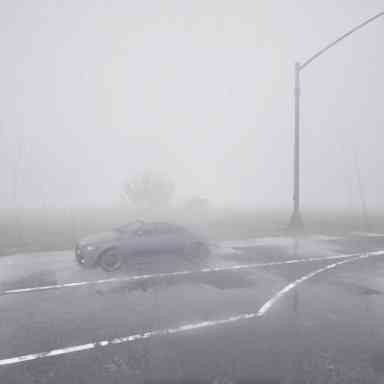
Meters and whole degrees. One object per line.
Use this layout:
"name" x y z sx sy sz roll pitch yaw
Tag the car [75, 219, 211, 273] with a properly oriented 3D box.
"car" -1.505 1.594 10.637 4.181 1.385 1.994 0 0 -25
